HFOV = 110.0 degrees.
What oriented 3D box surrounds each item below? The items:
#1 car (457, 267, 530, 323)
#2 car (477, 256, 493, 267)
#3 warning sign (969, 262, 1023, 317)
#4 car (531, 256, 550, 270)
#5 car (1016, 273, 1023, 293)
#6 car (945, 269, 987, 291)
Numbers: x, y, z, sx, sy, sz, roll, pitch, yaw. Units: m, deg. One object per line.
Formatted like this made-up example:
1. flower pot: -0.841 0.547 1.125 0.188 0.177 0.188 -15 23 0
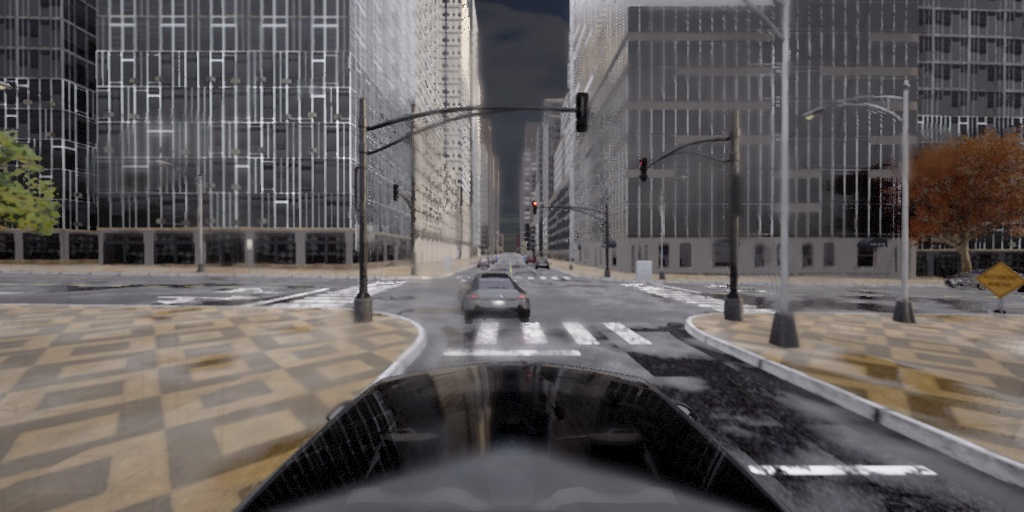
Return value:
1. car: -0.734 1.257 11.948 1.994 1.385 4.181 1 0 -11
2. car: -4.121 1.012 51.935 1.802 1.307 4.207 0 0 0
3. warning sign: 17.256 1.132 12.682 1.060 1.860 1.300 0 0 -3
4. car: 3.843 1.034 46.457 1.948 1.339 4.313 0 0 0
5. car: 35.860 1.501 23.031 5.566 2.045 2.150 1 0 -3
6. car: 34.714 1.728 26.231 4.902 1.511 2.128 1 0 -3
